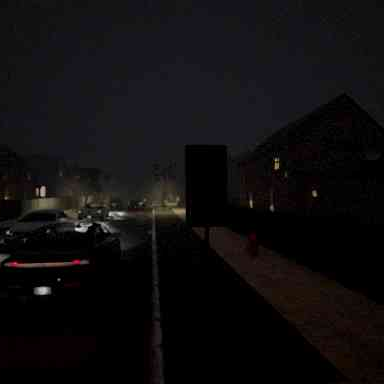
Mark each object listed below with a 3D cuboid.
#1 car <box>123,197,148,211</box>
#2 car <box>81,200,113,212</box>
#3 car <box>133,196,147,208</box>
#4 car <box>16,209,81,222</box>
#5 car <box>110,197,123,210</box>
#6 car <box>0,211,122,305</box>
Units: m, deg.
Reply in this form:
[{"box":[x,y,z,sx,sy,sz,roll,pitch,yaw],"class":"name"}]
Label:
[{"box":[-6.407,1.424,38.854,2.128,1.511,4.902,0,0,-6],"class":"car"},{"box":[-7.938,1.562,27.092,1.895,1.301,4.718,0,0,-7],"class":"car"},{"box":[-7.622,1.444,48.853,1.837,1.490,4.892,0,0,-6],"class":"car"},{"box":[-6.484,1.512,14.659,1.812,1.442,4.674,0,0,-7],"class":"car"},{"box":[-9.685,1.394,42.776,2.128,1.511,4.902,0,0,-7],"class":"car"},{"box":[-2.850,1.475,8.121,2.128,1.511,4.902,0,0,-7],"class":"car"}]
